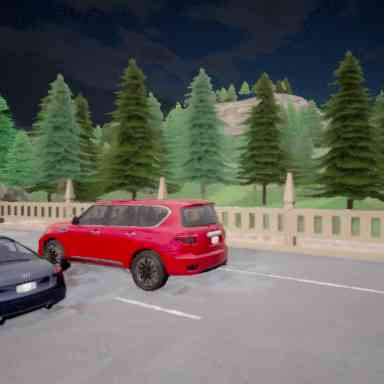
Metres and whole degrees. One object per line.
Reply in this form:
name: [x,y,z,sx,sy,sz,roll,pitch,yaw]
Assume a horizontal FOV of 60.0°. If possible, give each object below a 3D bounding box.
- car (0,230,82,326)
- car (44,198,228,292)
car: [-4.450,1.552,6.569,4.181,1.385,1.994,0,0,32]
car: [-1.752,1.196,9.064,5.566,2.045,2.150,0,0,32]
